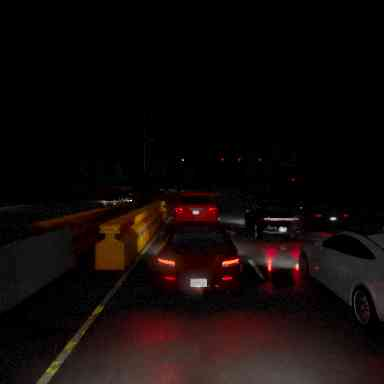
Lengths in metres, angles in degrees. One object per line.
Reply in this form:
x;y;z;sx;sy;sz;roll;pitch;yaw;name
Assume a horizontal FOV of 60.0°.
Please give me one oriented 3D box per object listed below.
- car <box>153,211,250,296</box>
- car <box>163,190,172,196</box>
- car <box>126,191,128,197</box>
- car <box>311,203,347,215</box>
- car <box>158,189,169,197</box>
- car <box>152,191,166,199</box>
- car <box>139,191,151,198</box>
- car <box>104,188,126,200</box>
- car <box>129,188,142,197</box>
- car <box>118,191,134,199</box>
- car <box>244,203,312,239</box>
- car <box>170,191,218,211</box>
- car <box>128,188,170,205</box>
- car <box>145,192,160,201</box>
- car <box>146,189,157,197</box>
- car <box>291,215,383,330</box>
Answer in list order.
0.141;1.431;8.264;1.812;1.442;4.674;0;1;0;car
-6.319;0.272;86.233;2.033;1.411;5.357;0;1;0;car
-10.104;0.686;60.325;1.994;1.385;4.181;0;1;1;car
7.219;1.308;18.961;1.994;1.385;4.181;0;1;0;car
-6.407;0.246;75.679;2.097;1.767;4.553;0;1;0;car
-6.526;0.533;65.663;2.128;1.511;4.902;0;1;1;car
-9.952;0.523;70.401;1.994;1.385;4.181;0;1;0;car
-13.635;0.378;58.040;2.150;2.045;5.566;0;1;1;car
-13.380;0.069;78.884;2.150;2.045;5.566;0;1;0;car
-13.470;0.552;68.178;2.033;1.411;5.357;0;1;0;car
3.694;1.282;15.876;2.128;1.511;4.902;0;1;0;car
0.204;0.983;17.861;2.150;2.045;5.566;0;1;1;car
-4.640;0.624;41.669;5.566;2.045;2.150;-1;2;-37;car
-6.647;0.707;56.397;1.812;1.442;4.674;0;1;1;car
-9.866;0.172;80.619;2.097;1.767;4.553;0;1;0;car
3.629;1.455;6.628;1.812;1.442;4.674;0;1;0;car
